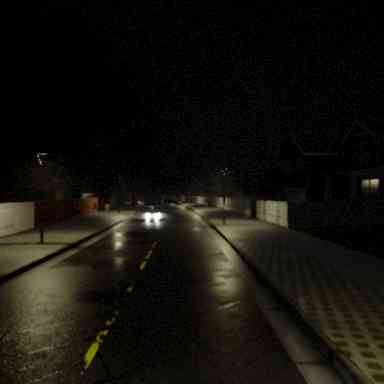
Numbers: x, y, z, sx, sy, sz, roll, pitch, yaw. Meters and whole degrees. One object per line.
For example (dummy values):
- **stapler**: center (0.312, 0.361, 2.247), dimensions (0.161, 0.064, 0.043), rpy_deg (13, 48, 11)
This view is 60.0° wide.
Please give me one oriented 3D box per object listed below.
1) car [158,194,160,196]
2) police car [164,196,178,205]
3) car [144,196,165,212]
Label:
- **car**: center (-6.379, 1.691, 81.327), dimensions (2.097, 1.767, 4.553), rpy_deg (0, 0, -10)
- **police car**: center (-3.879, 1.644, 65.587), dimensions (1.930, 1.638, 5.238), rpy_deg (0, 0, -8)
- **car**: center (-4.627, 1.584, 39.523), dimensions (2.128, 1.511, 4.902), rpy_deg (0, 0, -5)
